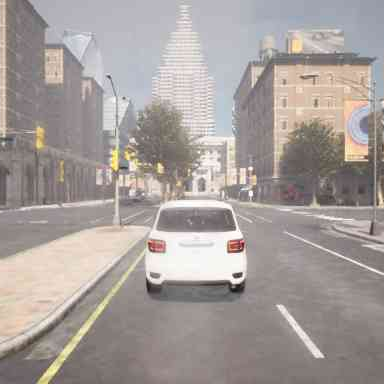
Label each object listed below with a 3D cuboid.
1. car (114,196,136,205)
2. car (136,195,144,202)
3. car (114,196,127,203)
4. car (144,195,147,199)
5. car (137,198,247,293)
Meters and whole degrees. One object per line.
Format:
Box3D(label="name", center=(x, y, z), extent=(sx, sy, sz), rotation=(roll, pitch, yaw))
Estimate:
Box3D(label="car", center=(-11.726, 1.505, 58.493), extent=(1.837, 1.490, 4.892), rotation=(0, 0, 0))
Box3D(label="car", center=(-11.701, 1.600, 68.547), extent=(1.895, 1.301, 4.718), rotation=(0, 0, 0))
Box3D(label="car", center=(-14.955, 1.594, 69.871), extent=(1.895, 1.301, 4.718), rotation=(0, 0, 0))
Box3D(label="car", center=(-11.731, 1.500, 78.729), extent=(1.837, 1.490, 4.892), rotation=(0, 0, 0))
Box3D(label="car", center=(0.077, 1.221, 9.030), extent=(2.150, 2.045, 5.566), rotation=(0, 0, 0))
